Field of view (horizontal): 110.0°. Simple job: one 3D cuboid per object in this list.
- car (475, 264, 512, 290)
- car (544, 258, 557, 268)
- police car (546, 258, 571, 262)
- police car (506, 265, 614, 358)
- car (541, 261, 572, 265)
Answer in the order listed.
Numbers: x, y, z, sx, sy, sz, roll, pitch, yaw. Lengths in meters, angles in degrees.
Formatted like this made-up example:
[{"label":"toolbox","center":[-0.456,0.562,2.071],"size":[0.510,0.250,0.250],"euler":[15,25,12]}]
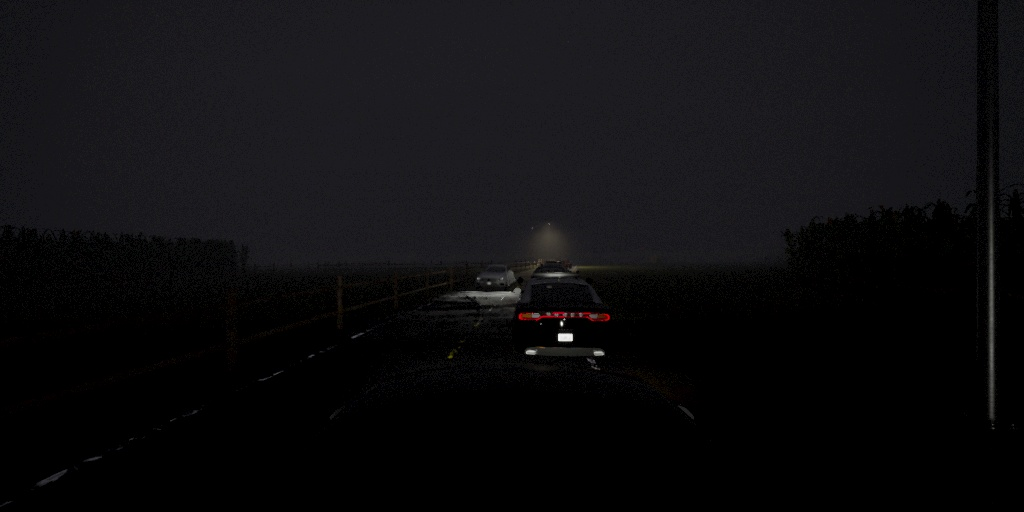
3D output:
[{"label":"car","center":[-0.939,1.263,22.428],"size":[1.812,1.442,4.674],"euler":[0,0,9]},{"label":"car","center":[6.612,1.167,61.108],"size":[1.882,1.535,5.008],"euler":[0,0,12]},{"label":"police car","center":[2.855,1.159,24.295],"size":[1.930,1.638,5.238],"euler":[0,0,10]},{"label":"police car","center":[1.057,1.173,8.647],"size":[1.930,1.638,5.238],"euler":[0,0,3]},{"label":"car","center":[1.967,1.218,18.342],"size":[1.882,1.535,5.008],"euler":[0,0,7]}]
